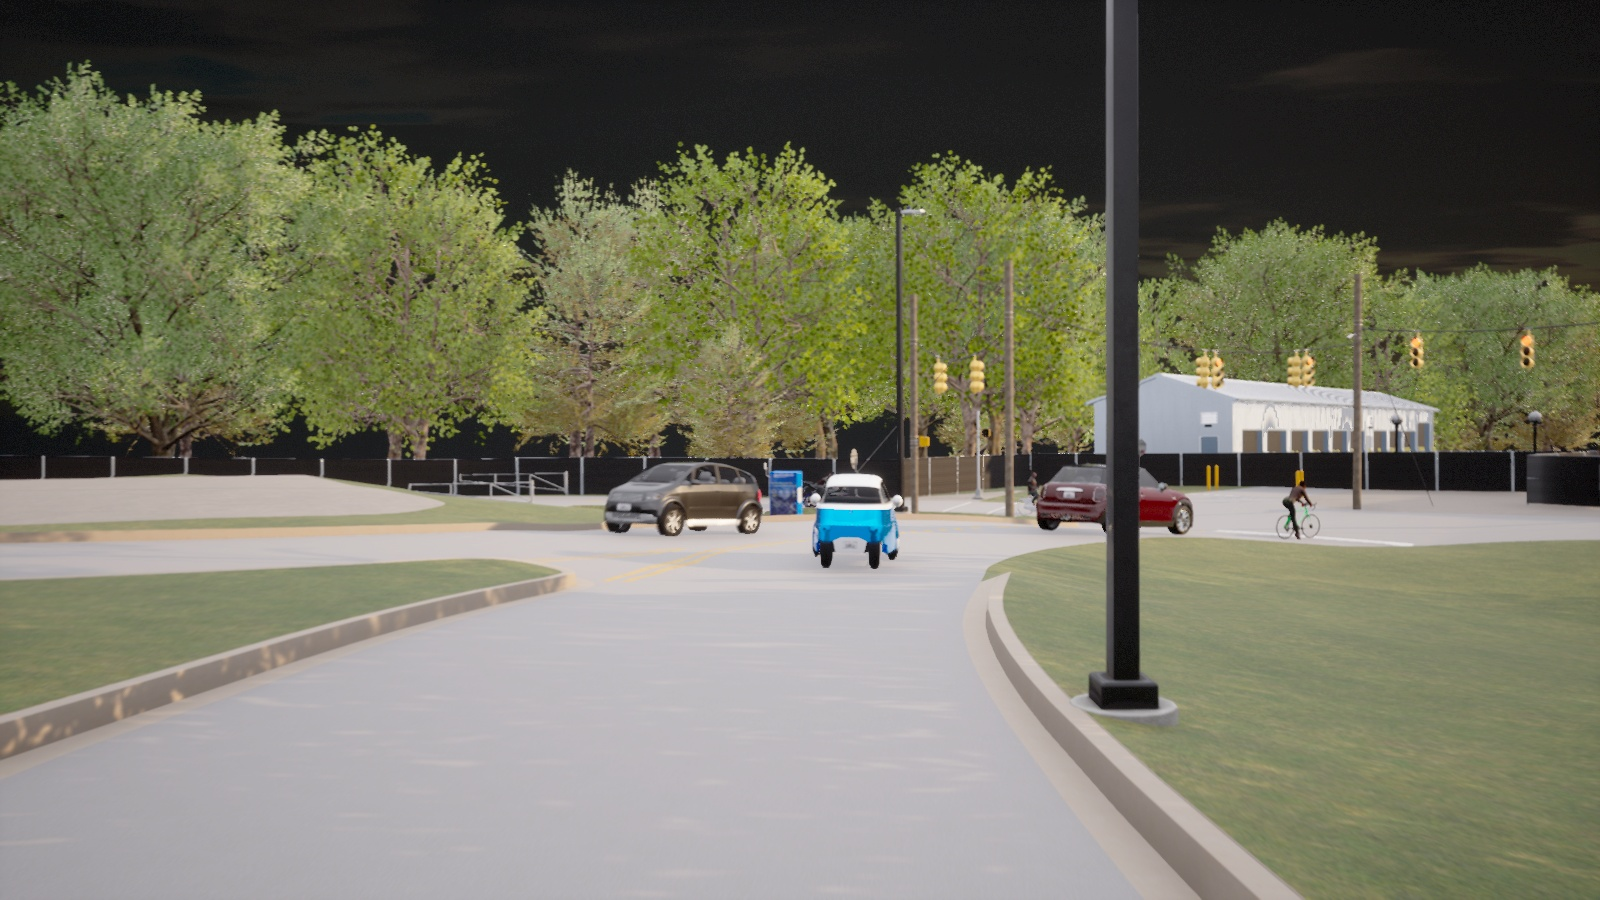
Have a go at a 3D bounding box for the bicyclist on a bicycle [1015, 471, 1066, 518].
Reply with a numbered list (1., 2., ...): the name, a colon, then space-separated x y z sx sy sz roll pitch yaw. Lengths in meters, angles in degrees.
1. bicyclist on a bicycle: 9.502 1.742 49.664 1.843 1.776 0.659 -1 2 37

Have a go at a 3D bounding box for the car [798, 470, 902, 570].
1. car: 0.823 1.057 19.675 1.481 1.376 2.207 1 1 6

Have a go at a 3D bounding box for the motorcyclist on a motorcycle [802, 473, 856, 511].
1. motorcyclist on a motorcycle: 1.240 1.777 53.934 2.191 1.530 0.866 1 2 14

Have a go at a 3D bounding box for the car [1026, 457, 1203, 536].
1. car: 7.816 1.158 31.001 4.553 1.767 2.097 3 -1 -44

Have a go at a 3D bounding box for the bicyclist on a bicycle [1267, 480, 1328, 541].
1. bicyclist on a bicycle: 13.897 1.671 35.085 1.656 1.620 0.582 0 2 -25

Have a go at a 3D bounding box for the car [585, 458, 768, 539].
1. car: -2.542 1.020 26.511 1.789 1.549 3.705 0 -2 36
